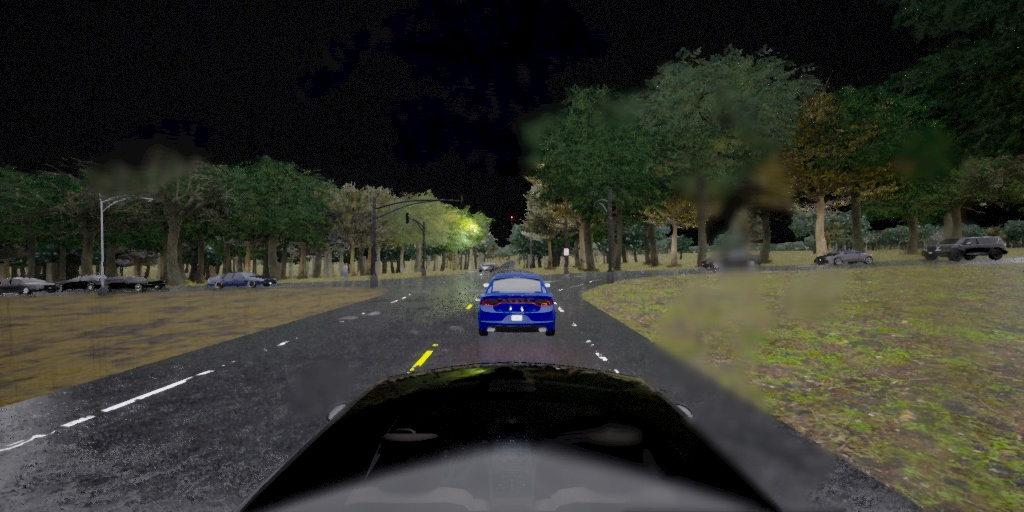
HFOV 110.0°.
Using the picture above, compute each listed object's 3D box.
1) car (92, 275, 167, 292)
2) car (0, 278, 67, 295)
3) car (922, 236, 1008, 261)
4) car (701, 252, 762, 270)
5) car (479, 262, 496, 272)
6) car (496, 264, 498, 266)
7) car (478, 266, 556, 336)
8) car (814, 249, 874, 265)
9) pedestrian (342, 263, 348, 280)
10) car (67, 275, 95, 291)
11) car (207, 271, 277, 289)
[{"bbox_3d":[-33.351,2.437,31.549,4.718,1.301,1.895,-2,-1,3],"label":"car"},{"bbox_3d":[-43.515,2.671,32.032,4.892,1.490,1.837,-2,-1,3],"label":"car"},{"bbox_3d":[40.324,-0.639,32.007,5.566,2.045,2.150,-2,-1,2],"label":"car"},{"bbox_3d":[20.043,0.404,32.884,5.008,1.535,1.882,-2,-1,2],"label":"car"},{"bbox_3d":[-3.873,1.677,53.603,2.128,1.511,4.902,0,-1,-1],"label":"car"},{"bbox_3d":[-4.001,1.844,62.989,2.128,1.511,4.902,0,-1,-1],"label":"car"},{"bbox_3d":[0.140,1.233,10.486,1.882,1.535,5.008,0,0,1],"label":"car"},{"bbox_3d":[29.956,0.100,32.459,4.181,1.385,1.994,-2,-1,2],"label":"car"},{"bbox_3d":[-17.865,1.680,38.444,0.375,1.860,0.375,0,1,3],"label":"pedestrian"},{"bbox_3d":[-42.190,2.641,35.662,5.008,1.535,1.882,-2,-1,3],"label":"car"},{"bbox_3d":[-23.429,2.047,31.117,5.357,1.411,2.033,-2,-1,6],"label":"car"}]
